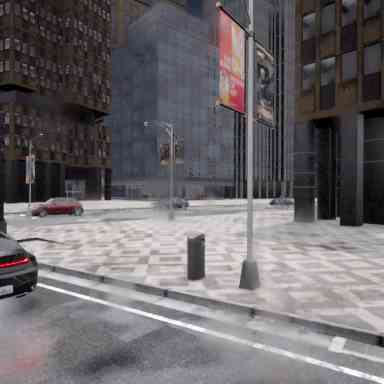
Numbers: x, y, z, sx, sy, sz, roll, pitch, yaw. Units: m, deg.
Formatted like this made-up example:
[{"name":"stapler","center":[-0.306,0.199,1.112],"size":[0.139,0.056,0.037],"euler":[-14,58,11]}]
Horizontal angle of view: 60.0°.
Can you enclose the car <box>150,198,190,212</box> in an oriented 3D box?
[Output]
[{"name":"car","center":[-2.499,1.435,38.113],"size":[4.902,1.511,2.128],"euler":[-1,1,-41]}]

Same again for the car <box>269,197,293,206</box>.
[{"name":"car","center":[14.052,1.537,52.530],"size":[4.181,1.385,1.994],"euler":[0,0,-41]}]

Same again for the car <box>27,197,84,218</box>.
[{"name":"car","center":[-12.123,1.291,29.662],"size":[4.553,1.767,2.097],"euler":[0,0,-41]}]

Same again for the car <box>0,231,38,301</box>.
[{"name":"car","center":[-5.331,1.503,7.253],"size":[4.892,1.490,1.837],"euler":[0,0,34]}]
